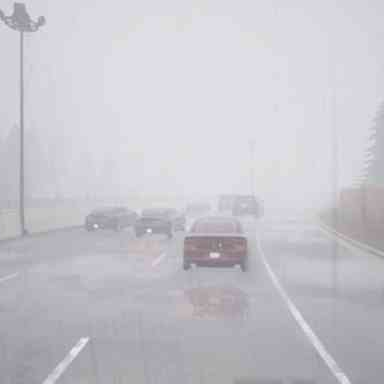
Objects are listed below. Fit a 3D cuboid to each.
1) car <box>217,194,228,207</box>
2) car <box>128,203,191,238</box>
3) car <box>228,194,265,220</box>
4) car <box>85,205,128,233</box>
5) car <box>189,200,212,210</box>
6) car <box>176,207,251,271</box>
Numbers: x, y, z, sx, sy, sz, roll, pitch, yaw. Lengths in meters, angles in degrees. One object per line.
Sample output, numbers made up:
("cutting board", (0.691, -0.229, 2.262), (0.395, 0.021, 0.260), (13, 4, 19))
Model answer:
("car", (4.608, 1.284, 37.721), (2.150, 2.045, 5.566), (0, 0, 23))
("car", (-1.560, 1.542, 17.885), (1.837, 1.490, 4.892), (0, 0, 10))
("car", (5.024, 1.268, 29.268), (2.150, 2.045, 5.566), (0, 0, 19))
("car", (-4.664, 1.551, 20.125), (1.837, 1.490, 4.892), (0, 0, 11))
("car", (0.784, 1.594, 37.548), (1.812, 1.442, 4.674), (0, 0, 23))
("car", (0.857, 1.497, 11.104), (1.882, 1.535, 5.008), (0, 0, 6))
